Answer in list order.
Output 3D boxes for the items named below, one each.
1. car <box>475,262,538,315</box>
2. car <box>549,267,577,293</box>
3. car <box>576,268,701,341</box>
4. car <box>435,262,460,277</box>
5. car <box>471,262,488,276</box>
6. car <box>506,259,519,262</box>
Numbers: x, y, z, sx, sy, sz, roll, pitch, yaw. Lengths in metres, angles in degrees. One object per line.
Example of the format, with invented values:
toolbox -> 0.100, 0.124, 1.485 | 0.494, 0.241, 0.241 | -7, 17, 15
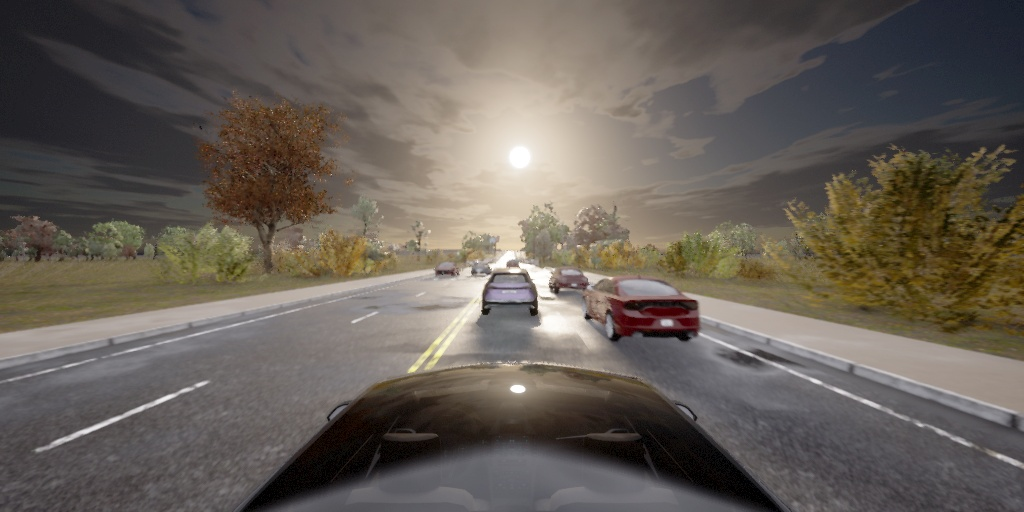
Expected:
car -> -0.066, 1.225, 13.881 | 2.033, 1.649, 4.856 | 0, 0, 0
car -> 3.242, 1.343, 20.997 | 1.812, 1.442, 4.674 | 0, 0, 0
car -> 3.247, 1.258, 9.996 | 1.882, 1.535, 5.008 | 0, 0, 0
car -> -6.584, 1.343, 36.829 | 1.882, 1.535, 5.008 | 0, 0, 0
car -> -3.323, 1.364, 38.906 | 2.128, 1.511, 4.902 | 0, 0, 0
car -> 0.073, 1.275, 58.246 | 2.097, 1.767, 4.553 | 0, 0, 0
